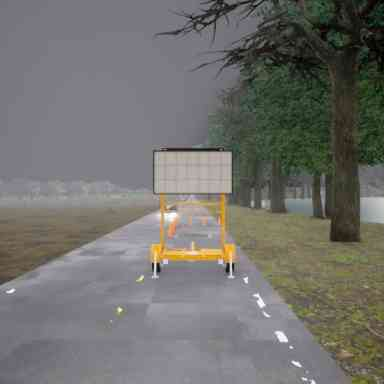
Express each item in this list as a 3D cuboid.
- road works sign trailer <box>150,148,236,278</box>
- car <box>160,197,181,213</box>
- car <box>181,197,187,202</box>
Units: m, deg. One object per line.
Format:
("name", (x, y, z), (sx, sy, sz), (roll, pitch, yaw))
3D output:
("road works sign trailer", (0.033, 0.475, 10.124), (2.380, 3.560, 2.880), (0, 0, 0))
("car", (-2.717, 1.610, 39.414), (2.128, 1.511, 4.902), (0, 0, 0))
("car", (-2.450, 2.014, 89.075), (2.128, 1.511, 4.902), (0, -1, 0))
